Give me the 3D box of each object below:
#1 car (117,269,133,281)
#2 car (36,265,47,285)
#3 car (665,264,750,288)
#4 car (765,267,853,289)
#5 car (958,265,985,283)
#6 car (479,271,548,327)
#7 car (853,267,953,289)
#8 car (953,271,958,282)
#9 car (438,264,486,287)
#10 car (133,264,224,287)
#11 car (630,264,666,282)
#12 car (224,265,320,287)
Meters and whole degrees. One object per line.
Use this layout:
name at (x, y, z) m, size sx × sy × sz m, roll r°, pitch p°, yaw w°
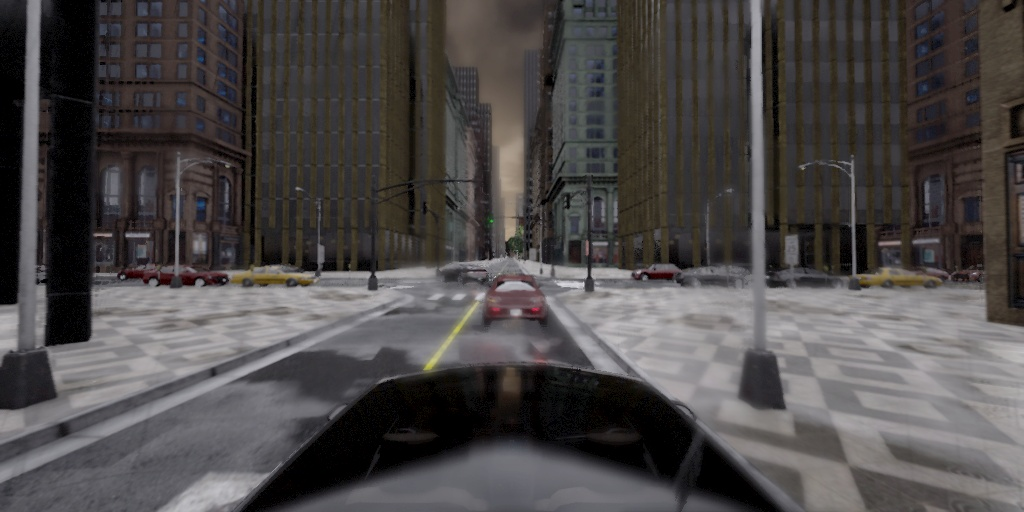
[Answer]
car at (-30.964, 1.376, 30.678) m, size 4.507 × 1.381 × 1.888 m, roll 0°, pitch 0°, yaw 0°
car at (-30.665, 1.245, 22.155) m, size 4.313 × 1.339 × 1.948 m, roll 0°, pitch 0°, yaw 0°
car at (12.324, 1.343, 22.306) m, size 4.403 × 1.370 × 2.007 m, roll 0°, pitch 0°, yaw 0°
car at (17.994, 1.379, 22.326) m, size 4.313 × 1.339 × 1.948 m, roll 0°, pitch 0°, yaw 0°
car at (40.666, 1.526, 30.928) m, size 4.097 × 1.591 × 1.967 m, roll 0°, pitch 0°, yaw 0°
car at (0.083, 1.304, 11.582) m, size 1.812 × 1.442 × 4.674 m, roll 0°, pitch 0°, yaw -1°
car at (23.831, 1.364, 22.346) m, size 4.829 × 1.417 × 1.751 m, roll 0°, pitch 0°, yaw 0°
car at (34.999, 1.632, 30.909) m, size 4.207 × 1.307 × 1.802 m, roll 0°, pitch 0°, yaw 0°
car at (-3.566, 1.309, 25.561) m, size 2.128 × 1.511 × 4.902 m, roll 1°, pitch -1°, yaw -37°
car at (-20.065, 1.245, 22.192) m, size 4.507 × 1.381 × 1.888 m, roll 0°, pitch 0°, yaw 0°
car at (12.324, 1.384, 30.830) m, size 4.097 × 1.591 × 1.967 m, roll 0°, pitch 0°, yaw 0°
car at (-14.595, 1.237, 22.212) m, size 4.829 × 1.417 × 1.751 m, roll 0°, pitch 0°, yaw 0°
